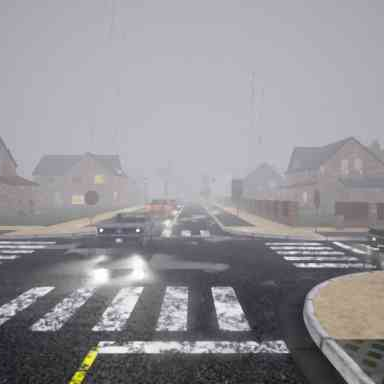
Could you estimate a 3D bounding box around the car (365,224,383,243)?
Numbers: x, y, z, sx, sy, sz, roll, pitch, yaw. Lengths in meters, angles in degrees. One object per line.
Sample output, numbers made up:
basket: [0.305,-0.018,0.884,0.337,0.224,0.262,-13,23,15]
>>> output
car: [10.369,1.615,14.008,5.357,1.411,2.033,0,0,2]

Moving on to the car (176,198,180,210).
car: [-2.858,1.634,43.209,1.812,1.442,4.674,0,-1,0]

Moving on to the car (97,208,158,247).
car: [-2.856,1.599,15.241,1.895,1.301,4.718,0,0,0]

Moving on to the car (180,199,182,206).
car: [-2.778,1.749,60.194,2.033,1.411,5.357,0,0,0]

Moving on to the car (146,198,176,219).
car: [-2.860,1.402,29.511,2.097,1.767,4.553,0,0,0]
